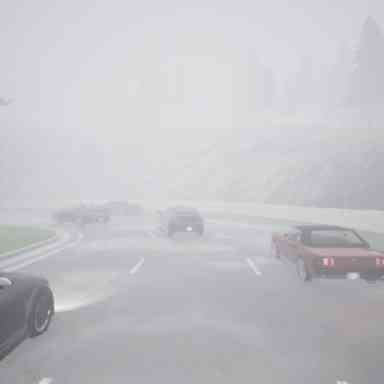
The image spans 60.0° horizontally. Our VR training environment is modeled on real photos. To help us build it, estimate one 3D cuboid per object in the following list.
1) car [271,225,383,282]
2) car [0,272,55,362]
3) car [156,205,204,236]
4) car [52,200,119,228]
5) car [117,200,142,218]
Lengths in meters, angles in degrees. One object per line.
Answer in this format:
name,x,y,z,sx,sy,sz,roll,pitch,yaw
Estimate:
car,3.688,1.618,9.778,1.895,1.301,4.718,0,0,0
car,-3.307,1.549,3.957,1.994,1.385,4.181,0,0,0
car,-0.732,1.505,18.421,1.837,1.490,4.892,2,0,-15
car,-7.350,1.460,21.793,4.902,1.511,2.128,0,-1,41
car,-6.721,1.477,29.246,4.892,1.490,1.837,0,-1,25
